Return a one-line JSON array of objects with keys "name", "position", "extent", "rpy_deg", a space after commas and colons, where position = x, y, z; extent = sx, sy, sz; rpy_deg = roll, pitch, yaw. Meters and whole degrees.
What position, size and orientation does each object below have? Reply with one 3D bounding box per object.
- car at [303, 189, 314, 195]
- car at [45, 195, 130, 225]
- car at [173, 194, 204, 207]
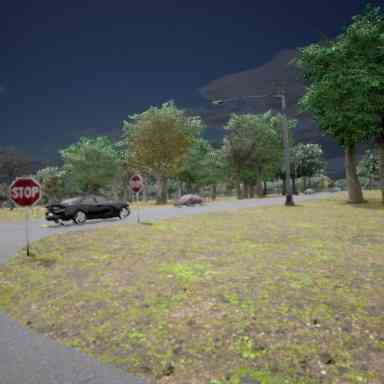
[{"name": "car", "position": [28.330, -0.041, 80.674], "extent": [1.812, 1.442, 4.674], "rpy_deg": [-4, -1, 34]}, {"name": "car", "position": [-5.686, 0.934, 18.721], "extent": [1.882, 1.535, 5.008], "rpy_deg": [-4, -1, 34]}, {"name": "car", "position": [-0.313, 1.000, 38.904], "extent": [1.812, 1.442, 4.674], "rpy_deg": [-4, -1, 34]}]
